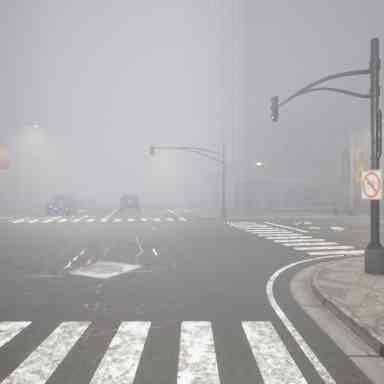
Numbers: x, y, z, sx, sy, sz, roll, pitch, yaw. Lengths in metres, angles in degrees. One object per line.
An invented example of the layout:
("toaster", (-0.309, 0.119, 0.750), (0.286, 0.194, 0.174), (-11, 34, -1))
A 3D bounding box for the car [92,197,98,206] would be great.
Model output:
("car", (-16.529, 1.514, 54.058), (1.882, 1.535, 5.008), (0, 0, -9))

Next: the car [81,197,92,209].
("car", (-14.922, 1.589, 44.026), (1.994, 1.385, 4.181), (0, 0, -10))

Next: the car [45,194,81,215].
("car", (-13.313, 1.238, 34.167), (2.150, 2.045, 5.566), (0, 0, -10))

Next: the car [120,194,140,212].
("car", (-7.319, 1.243, 39.240), (2.150, 2.045, 5.566), (0, 0, -10))
